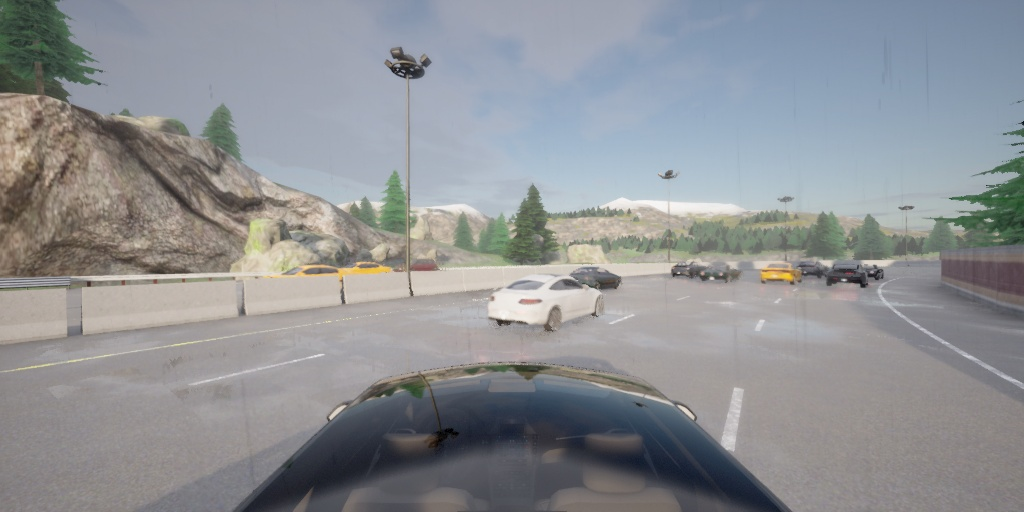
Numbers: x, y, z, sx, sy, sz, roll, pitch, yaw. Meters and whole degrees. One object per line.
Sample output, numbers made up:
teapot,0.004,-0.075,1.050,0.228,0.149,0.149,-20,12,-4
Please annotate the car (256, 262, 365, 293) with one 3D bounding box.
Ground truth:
car,-10.658,1.227,18.737,1.882,1.535,5.008,0,0,37

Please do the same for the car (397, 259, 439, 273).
car,-9.713,1.102,36.423,2.097,1.767,4.553,0,0,43

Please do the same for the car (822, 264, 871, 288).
car,22.509,1.255,24.037,4.892,1.490,1.837,0,0,-43

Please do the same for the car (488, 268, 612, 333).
car,1.183,1.276,10.890,1.812,1.442,4.674,0,0,37

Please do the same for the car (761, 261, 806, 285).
car,19.807,1.228,26.298,5.008,1.535,1.882,0,0,-44

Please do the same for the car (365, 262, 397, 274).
car,-12.031,1.227,28.344,1.882,1.535,5.008,0,0,39

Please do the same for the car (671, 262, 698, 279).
car,16.151,1.242,32.455,4.902,1.511,2.128,0,0,-43

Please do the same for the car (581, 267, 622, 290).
car,4.717,1.312,20.782,1.994,1.385,4.181,0,0,41

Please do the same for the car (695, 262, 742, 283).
car,16.300,1.350,27.867,4.718,1.301,1.895,0,0,-44

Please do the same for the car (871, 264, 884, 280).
car,30.464,1.351,30.853,4.718,1.301,1.895,0,0,-39

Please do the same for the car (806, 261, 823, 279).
car,27.764,1.242,33.153,4.902,1.511,2.128,0,0,-39
